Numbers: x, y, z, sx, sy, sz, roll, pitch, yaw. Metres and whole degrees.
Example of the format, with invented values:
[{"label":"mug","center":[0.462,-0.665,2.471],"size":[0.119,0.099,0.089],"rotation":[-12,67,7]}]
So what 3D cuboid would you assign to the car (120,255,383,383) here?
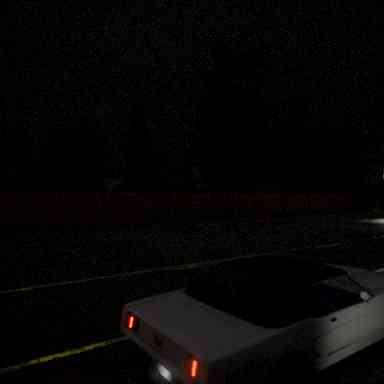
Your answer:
[{"label":"car","center":[1.517,1.631,4.827],"size":[4.718,1.301,1.895],"rotation":[1,0,-35]}]
